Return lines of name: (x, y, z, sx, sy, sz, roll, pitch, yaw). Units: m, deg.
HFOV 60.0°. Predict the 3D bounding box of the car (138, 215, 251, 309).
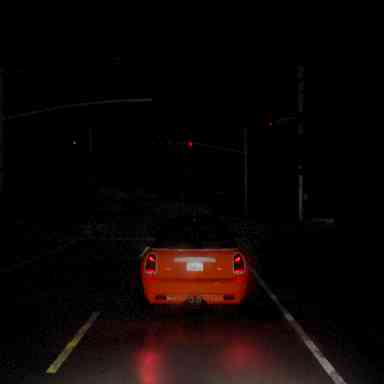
car: (0.059, 1.345, 8.025, 2.097, 1.767, 4.553, 0, 0, 0)
